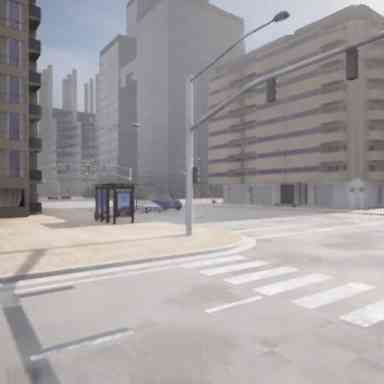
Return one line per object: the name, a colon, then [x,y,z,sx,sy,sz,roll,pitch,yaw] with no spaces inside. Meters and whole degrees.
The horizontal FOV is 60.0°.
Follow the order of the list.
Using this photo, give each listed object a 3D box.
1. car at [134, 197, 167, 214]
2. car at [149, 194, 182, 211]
car: [-4.960,1.536,36.047,1.812,1.442,4.674,0,0,-37]
car: [-3.391,1.219,39.812,2.150,2.045,5.566,0,1,-36]
